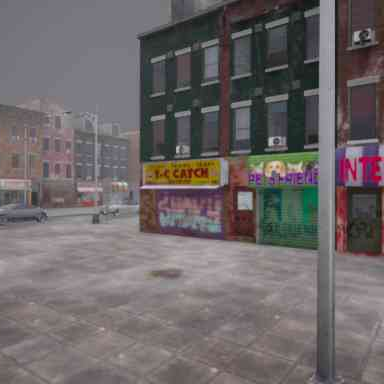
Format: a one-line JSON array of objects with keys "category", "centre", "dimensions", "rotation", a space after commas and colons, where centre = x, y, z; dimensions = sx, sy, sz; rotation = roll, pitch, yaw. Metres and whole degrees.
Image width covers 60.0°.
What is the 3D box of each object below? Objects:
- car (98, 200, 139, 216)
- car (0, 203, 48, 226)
[{"category": "car", "centre": [-6.486, 1.471, 31.346], "dimensions": [1.895, 1.301, 4.718], "rotation": [0, 0, 36]}, {"category": "car", "centre": [-12.311, 1.487, 23.158], "dimensions": [1.994, 1.385, 4.181], "rotation": [0, 0, 35]}]
